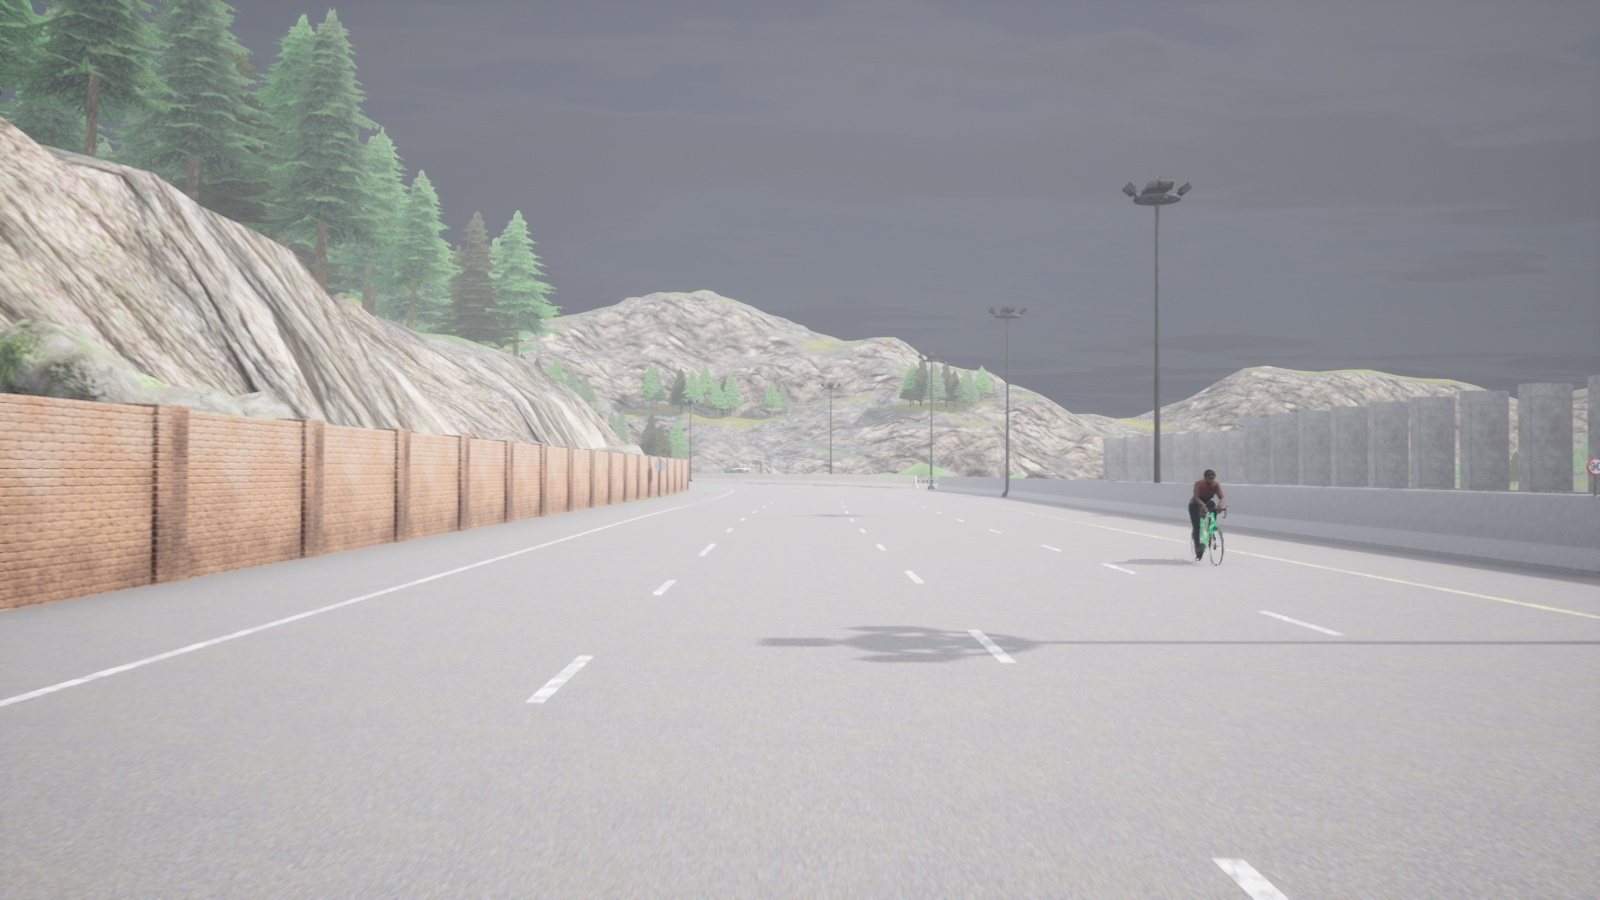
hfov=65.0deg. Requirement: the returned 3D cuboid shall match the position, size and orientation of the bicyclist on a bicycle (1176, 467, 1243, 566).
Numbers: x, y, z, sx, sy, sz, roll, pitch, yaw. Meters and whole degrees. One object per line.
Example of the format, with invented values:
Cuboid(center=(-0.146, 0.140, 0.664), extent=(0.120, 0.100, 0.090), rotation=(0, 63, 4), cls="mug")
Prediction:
Cuboid(center=(6.944, 1.097, 21.374), extent=(0.582, 1.620, 1.656), rotation=(0, -1, 0), cls="bicyclist on a bicycle")
